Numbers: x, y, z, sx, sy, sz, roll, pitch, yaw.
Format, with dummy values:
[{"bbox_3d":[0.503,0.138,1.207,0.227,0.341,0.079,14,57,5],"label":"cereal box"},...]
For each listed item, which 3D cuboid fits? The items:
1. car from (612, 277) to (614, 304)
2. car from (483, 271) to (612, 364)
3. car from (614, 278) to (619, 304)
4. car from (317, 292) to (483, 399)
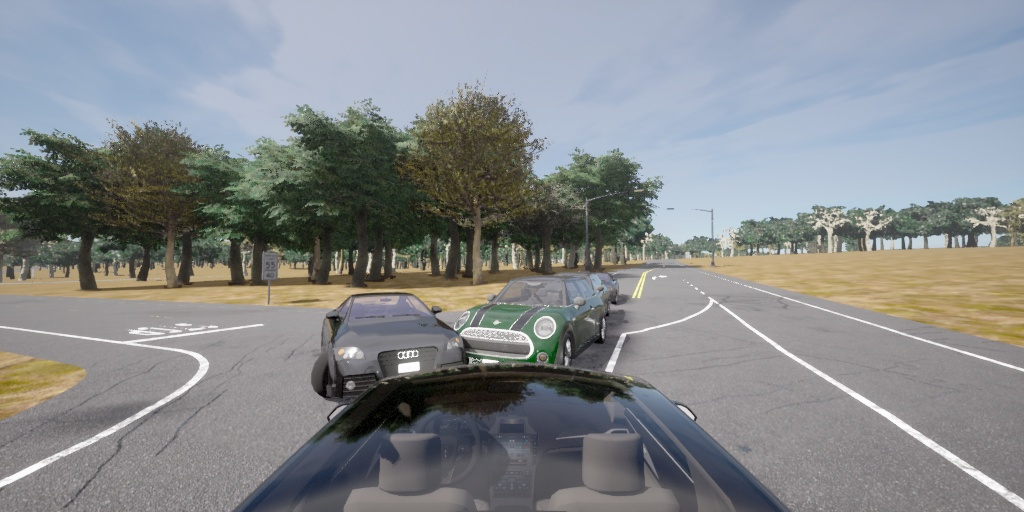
[{"bbox_3d":[2.032,1.344,12.088,2.097,1.767,4.553,-1,-1,21],"label":"car"},{"bbox_3d":[0.624,1.218,7.776,2.097,1.767,4.553,-1,-2,26],"label":"car"},{"bbox_3d":[4.229,1.509,17.814,1.994,1.385,4.181,-1,0,19],"label":"car"},{"bbox_3d":[-2.348,1.375,6.572,1.994,1.385,4.181,1,-2,-29],"label":"car"}]
